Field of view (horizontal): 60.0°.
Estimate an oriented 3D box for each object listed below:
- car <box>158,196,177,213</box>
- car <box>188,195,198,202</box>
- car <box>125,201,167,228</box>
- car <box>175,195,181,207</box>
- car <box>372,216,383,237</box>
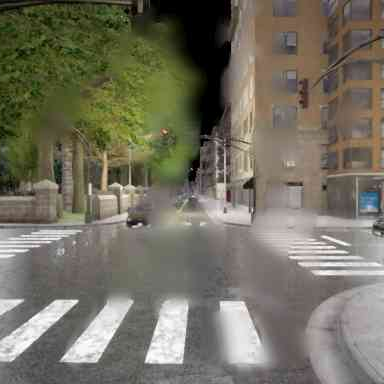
[{"bbox_3d":[-3.015,1.473,36.851,1.837,1.490,4.892,0,0,0],"label":"car"},{"bbox_3d":[0.198,1.424,70.777,1.812,1.442,4.674,0,0,0],"label":"car"},{"bbox_3d":[-3.063,1.539,22.243,2.033,1.411,5.357,0,0,0],"label":"car"},{"bbox_3d":[-2.983,1.449,49.009,1.837,1.490,4.892,0,0,0],"label":"car"},{"bbox_3d":[11.003,1.366,15.589,4.553,1.767,2.097,0,0,0],"label":"car"}]
